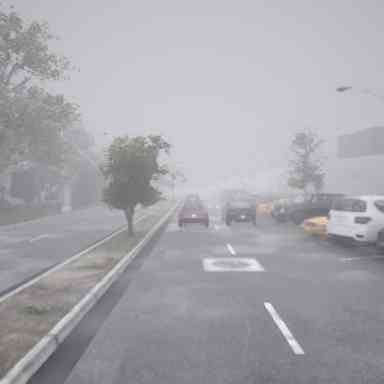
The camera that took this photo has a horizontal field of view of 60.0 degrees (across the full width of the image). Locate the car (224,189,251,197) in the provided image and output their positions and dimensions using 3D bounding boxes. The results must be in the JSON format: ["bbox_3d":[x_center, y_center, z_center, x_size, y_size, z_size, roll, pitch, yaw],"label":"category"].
[{"bbox_3d":[8.057,0.767,52.436,4.553,1.767,2.185,0,1,-20],"label":"car"}]

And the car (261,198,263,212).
[{"bbox_3d":[8.082,1.354,25.448,4.674,1.452,2.002,1,1,-20],"label":"car"}]

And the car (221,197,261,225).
[{"bbox_3d":[3.106,1.338,22.781,1.882,1.535,5.008,0,1,0],"label":"car"}]

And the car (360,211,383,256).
[{"bbox_3d":[8.099,1.486,10.448,4.792,1.488,2.163,1,0,-20],"label":"car"}]

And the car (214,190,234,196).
[{"bbox_3d":[8.088,0.316,85.270,4.674,1.452,2.002,0,1,-20],"label":"car"}]

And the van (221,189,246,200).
[{"bbox_3d":[7.983,0.476,64.329,4.442,1.987,1.878,0,1,-20],"label":"van"}]

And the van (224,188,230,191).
[{"bbox_3d":[8.197,0.620,55.469,4.442,1.987,1.878,0,1,-20],"label":"van"}]

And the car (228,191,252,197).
[{"bbox_3d":[8.058,1.018,46.448,4.792,1.488,2.163,0,1,-20],"label":"car"}]

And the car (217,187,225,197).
[{"bbox_3d":[8.066,0.499,61.376,5.566,2.045,2.435,0,1,-20],"label":"car"}]

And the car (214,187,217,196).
[{"bbox_3d":[8.118,0.403,67.371,5.566,2.045,2.435,0,1,-20],"label":"car"}]

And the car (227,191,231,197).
[{"bbox_3d":[8.079,0.980,49.466,4.674,1.452,2.002,0,1,-20],"label":"car"}]

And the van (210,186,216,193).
[{"bbox_3d":[7.989,-0.027,88.194,4.442,1.987,1.878,0,2,-20],"label":"van"}]

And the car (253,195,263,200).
[{"bbox_3d":[8.250,1.271,28.520,5.366,1.575,1.946,0,1,-20],"label":"car"}]

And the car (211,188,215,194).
[{"bbox_3d":[7.920,0.416,79.229,5.366,1.575,1.946,0,2,-20],"label":"car"}]

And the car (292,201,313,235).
[{"bbox_3d":[7.903,1.410,16.374,5.366,1.575,1.946,1,1,-20],"label":"car"}]

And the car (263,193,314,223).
[{"bbox_3d":[8.054,1.105,22.425,5.566,2.045,2.435,1,1,-20],"label":"car"}]

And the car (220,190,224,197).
[{"bbox_3d":[8.080,0.799,58.412,4.892,1.521,2.231,0,1,-20],"label":"car"}]

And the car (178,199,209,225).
[{"bbox_3d":[0.106,1.427,22.664,1.994,1.385,4.181,0,1,0],"label":"car"}]

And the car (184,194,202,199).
[{"bbox_3d":[0.111,0.961,39.534,2.097,1.767,4.553,0,1,0],"label":"car"}]

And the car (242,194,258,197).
[{"bbox_3d":[8.054,1.209,34.444,4.792,1.488,2.163,0,1,-20],"label":"car"}]

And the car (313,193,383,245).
[{"bbox_3d":[8.103,1.188,13.445,5.566,2.045,2.435,1,0,-20],"label":"car"}]

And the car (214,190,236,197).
[{"bbox_3d":[8.119,0.382,82.298,4.792,1.488,2.163,0,1,-20],"label":"car"}]
